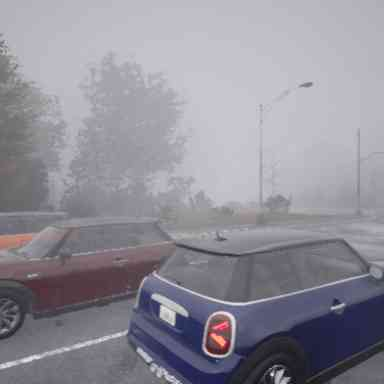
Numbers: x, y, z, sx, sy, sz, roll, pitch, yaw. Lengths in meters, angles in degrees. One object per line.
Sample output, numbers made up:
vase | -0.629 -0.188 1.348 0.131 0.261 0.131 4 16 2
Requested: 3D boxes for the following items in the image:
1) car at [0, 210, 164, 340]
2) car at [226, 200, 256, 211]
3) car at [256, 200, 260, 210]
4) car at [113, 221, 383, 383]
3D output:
car | -2.329 1.340 6.611 4.553 1.767 2.097 0 0 -35
car | 6.594 2.029 48.244 1.837 1.490 4.892 0 -3 -32
car | 9.644 1.995 49.971 2.128 1.511 4.902 0 -3 -32
car | 1.470 1.328 4.787 4.553 1.767 2.097 0 0 -35
